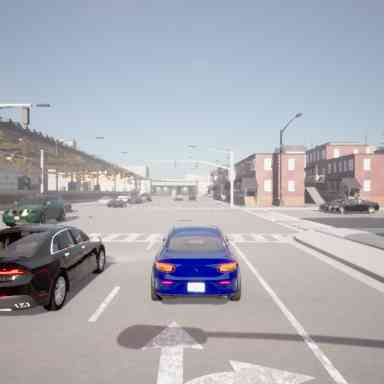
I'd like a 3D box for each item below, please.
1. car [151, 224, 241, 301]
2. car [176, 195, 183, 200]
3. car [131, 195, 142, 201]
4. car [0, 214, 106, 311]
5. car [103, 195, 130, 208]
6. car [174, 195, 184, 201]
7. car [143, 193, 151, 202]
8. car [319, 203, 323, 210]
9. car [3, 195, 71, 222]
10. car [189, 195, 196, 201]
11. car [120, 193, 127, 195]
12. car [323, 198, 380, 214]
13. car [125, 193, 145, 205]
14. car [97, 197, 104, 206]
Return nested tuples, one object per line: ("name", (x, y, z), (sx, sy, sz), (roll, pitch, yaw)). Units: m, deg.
("car", (0.091, 1.526, 8.219), (1.812, 1.442, 4.674), (0, 0, 0))
("car", (-3.349, 1.524, 92.129), (1.812, 1.442, 4.674), (0, 0, 0))
("car", (-13.863, 1.541, 83.424), (1.994, 1.385, 4.181), (0, 0, 0))
("car", (-3.416, 1.505, 7.761), (1.837, 1.490, 4.892), (0, 0, 0))
("car", (-10.520, 1.563, 46.618), (1.994, 1.385, 4.181), (0, 0, 0))
("car", (-3.366, 1.595, 82.083), (1.895, 1.301, 4.718), (0, 0, 0))
("car", (-10.379, 1.225, 74.154), (2.150, 2.045, 5.566), (0, 0, 0))
("car", (17.082, 1.505, 38.028), (4.892, 1.490, 1.837), (0, 0, 0))
("car", (-10.564, 1.221, 22.830), (2.150, 2.045, 5.566), (0, 0, 0))
("car", (0.134, 1.500, 81.583), (1.837, 1.490, 4.892), (0, 0, 0))
("car", (-13.887, 1.225, 68.796), (2.150, 2.045, 5.566), (0, 0, 0))
("car", (16.779, 1.491, 34.521), (4.902, 1.511, 2.128), (0, 0, 0))
("car", (-10.468, 1.478, 60.932), (1.882, 1.535, 5.008), (0, 0, 1))
("car", (-13.999, 1.526, 54.142), (1.812, 1.442, 4.674), (0, 0, 0))
